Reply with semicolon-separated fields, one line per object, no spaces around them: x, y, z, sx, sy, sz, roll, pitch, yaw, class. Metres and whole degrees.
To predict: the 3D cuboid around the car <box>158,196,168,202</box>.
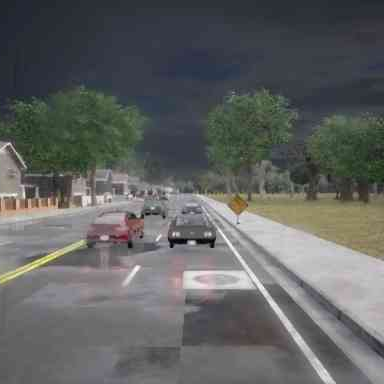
-6.500;1.486;75.883;1.895;1.301;4.718;0;0;0;car

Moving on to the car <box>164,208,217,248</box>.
0.000;1.616;14.680;1.895;1.301;4.718;0;0;0;car

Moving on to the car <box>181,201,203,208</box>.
0.000;1.532;29.650;1.812;1.442;4.674;0;0;0;car

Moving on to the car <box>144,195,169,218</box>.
-3.250;1.365;29.620;2.097;1.767;4.553;0;0;0;car

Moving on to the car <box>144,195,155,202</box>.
-9.750;1.444;75.913;1.994;1.385;4.181;0;0;0;car

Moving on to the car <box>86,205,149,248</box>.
-3.250;1.533;14.650;1.812;1.442;4.674;0;0;0;car

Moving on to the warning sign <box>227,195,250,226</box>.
2.850;1.114;20.624;1.300;1.860;1.060;0;0;0;warning sign
